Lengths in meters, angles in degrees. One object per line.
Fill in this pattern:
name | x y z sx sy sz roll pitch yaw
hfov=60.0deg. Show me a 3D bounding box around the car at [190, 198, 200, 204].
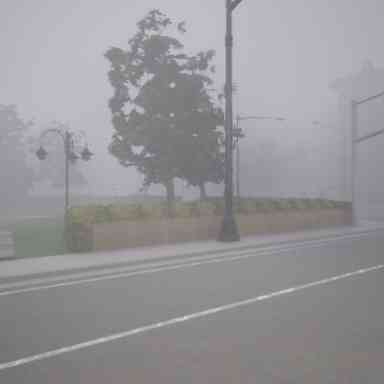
car | 1.365 1.621 53.063 1.895 1.301 4.718 0 0 -34
